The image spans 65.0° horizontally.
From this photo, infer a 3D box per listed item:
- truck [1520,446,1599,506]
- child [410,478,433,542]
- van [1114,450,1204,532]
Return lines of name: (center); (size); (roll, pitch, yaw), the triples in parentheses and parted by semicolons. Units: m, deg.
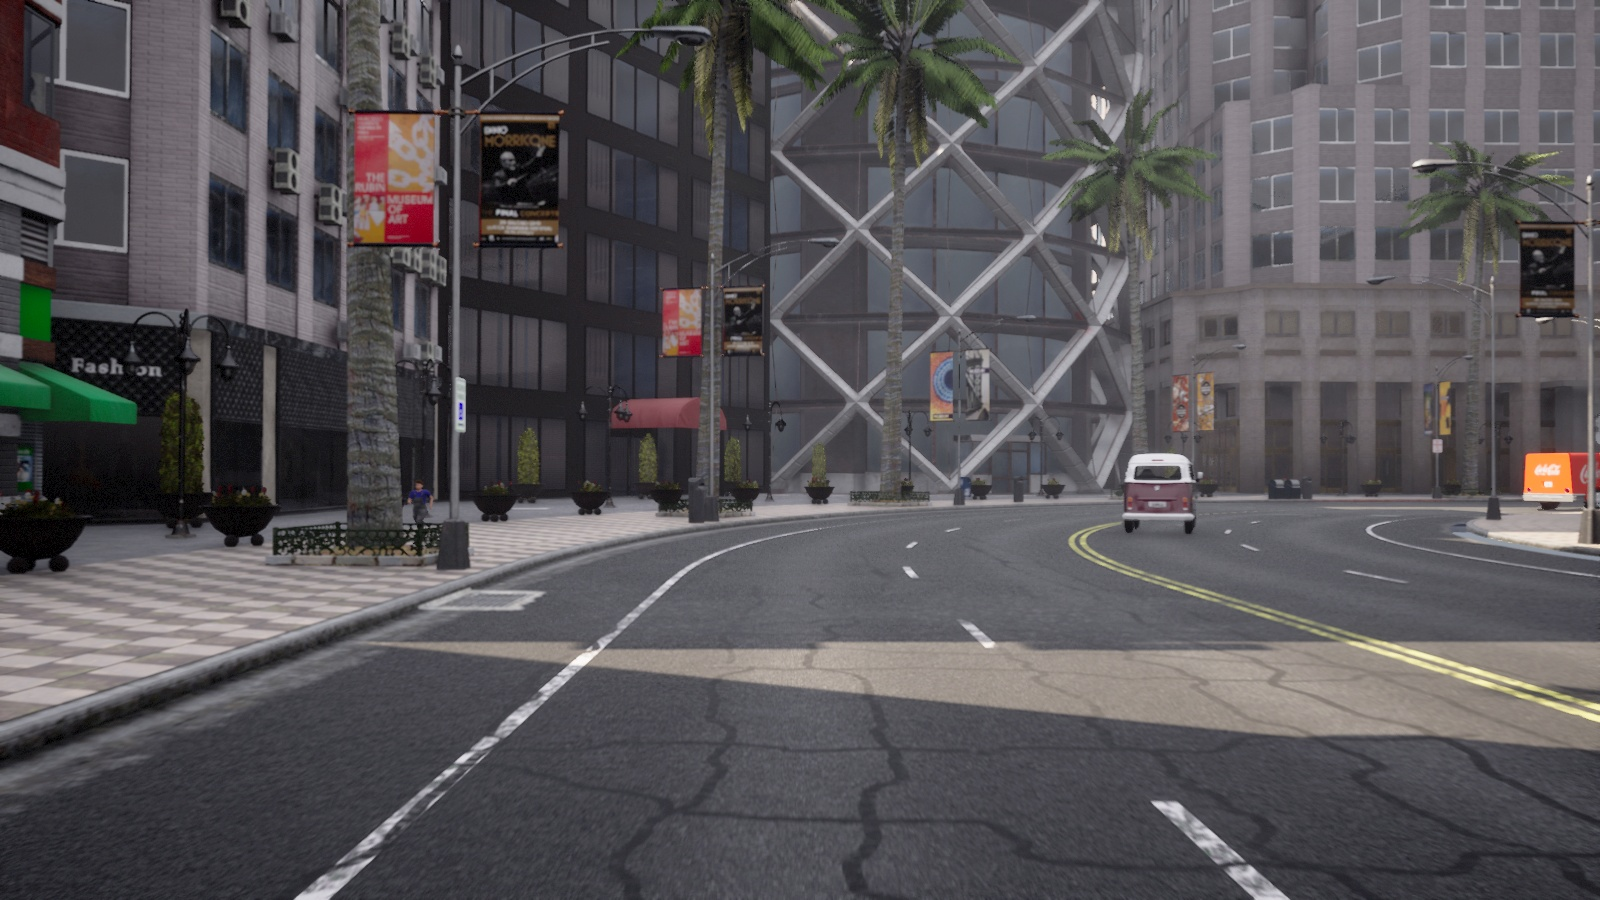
truck: (34.049, 1.094, 53.895); (5.204, 2.467, 2.627); (0, -1, -19)
child: (-7.569, 1.203, 25.139); (0.270, 1.263, 0.437); (0, -1, 9)
van: (9.754, 1.066, 33.895); (2.069, 2.038, 4.480); (-1, -1, 19)
